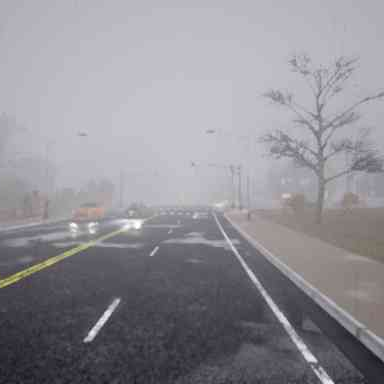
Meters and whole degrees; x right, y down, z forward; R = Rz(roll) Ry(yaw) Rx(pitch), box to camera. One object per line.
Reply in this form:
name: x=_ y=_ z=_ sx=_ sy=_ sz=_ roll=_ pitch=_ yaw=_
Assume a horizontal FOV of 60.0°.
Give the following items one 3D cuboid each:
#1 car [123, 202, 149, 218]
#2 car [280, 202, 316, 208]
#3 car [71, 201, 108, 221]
car: x=-5.724 y=1.840 z=34.552 sx=2.128 sy=1.511 sz=4.902 roll=0 pitch=-1 yaw=3
car: x=14.224 y=1.664 z=44.371 sx=4.718 sy=1.301 sz=1.895 roll=-1 pitch=-2 yaw=10
car: x=-9.199 y=1.659 z=30.069 sx=2.097 sy=1.767 sz=4.553 roll=0 pitch=0 yaw=3
